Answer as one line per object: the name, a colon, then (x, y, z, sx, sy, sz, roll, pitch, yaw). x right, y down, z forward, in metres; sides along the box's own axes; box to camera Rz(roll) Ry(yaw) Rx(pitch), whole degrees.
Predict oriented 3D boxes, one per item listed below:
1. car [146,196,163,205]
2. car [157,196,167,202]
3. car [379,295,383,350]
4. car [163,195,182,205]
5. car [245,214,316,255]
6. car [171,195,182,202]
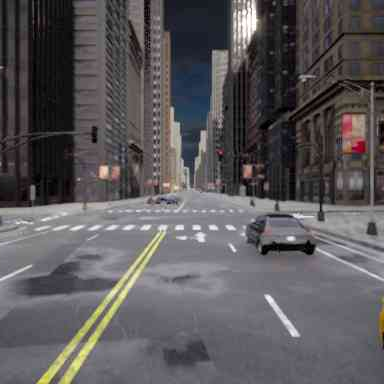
car: (-6.549, 1.458, 56.949, 1.812, 1.442, 4.674, 0, 0, 0)
car: (-6.503, 1.497, 72.225, 1.895, 1.301, 4.718, 0, 0, 0)
car: (3.349, 1.476, 2.303, 1.882, 1.535, 5.008, 0, 0, 0)
car: (-3.298, 1.480, 56.775, 2.033, 1.411, 5.357, 0, 0, 1)
car: (3.350, 1.553, 13.295, 1.994, 1.385, 4.181, 0, 0, 0)
car: (-3.252, 1.427, 72.123, 2.128, 1.511, 4.902, 0, 0, 0)
